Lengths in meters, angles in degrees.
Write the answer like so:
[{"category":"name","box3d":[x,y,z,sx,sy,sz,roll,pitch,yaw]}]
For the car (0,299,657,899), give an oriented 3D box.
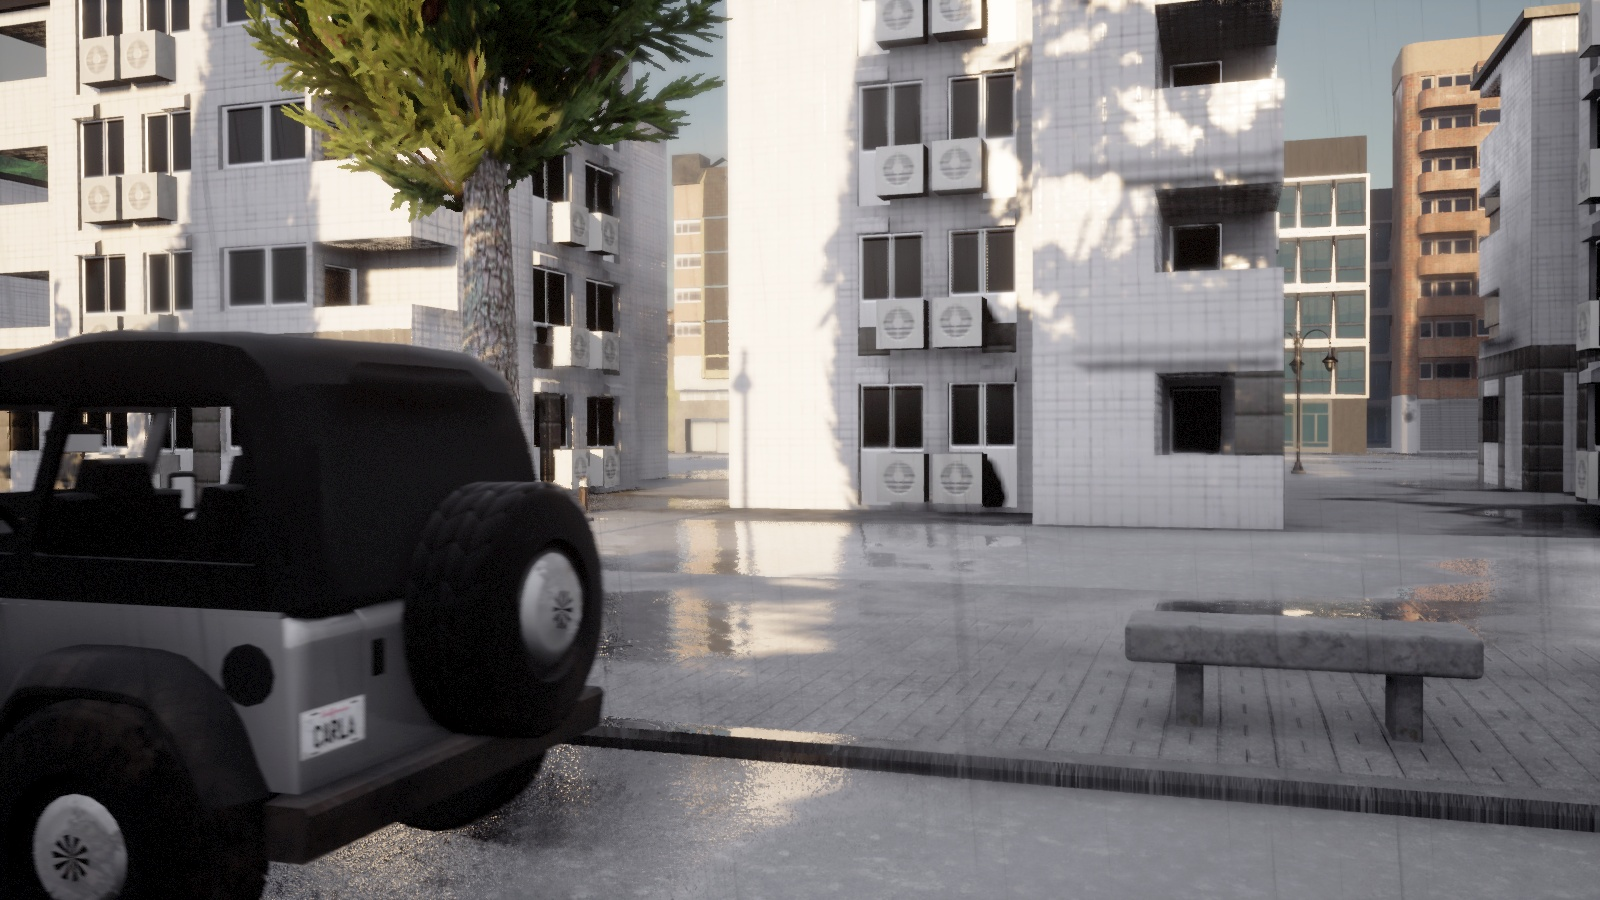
[{"category":"car","box3d":[-2.696,0.538,4.626,3.866,1.878,1.905,0,1,19]}]
